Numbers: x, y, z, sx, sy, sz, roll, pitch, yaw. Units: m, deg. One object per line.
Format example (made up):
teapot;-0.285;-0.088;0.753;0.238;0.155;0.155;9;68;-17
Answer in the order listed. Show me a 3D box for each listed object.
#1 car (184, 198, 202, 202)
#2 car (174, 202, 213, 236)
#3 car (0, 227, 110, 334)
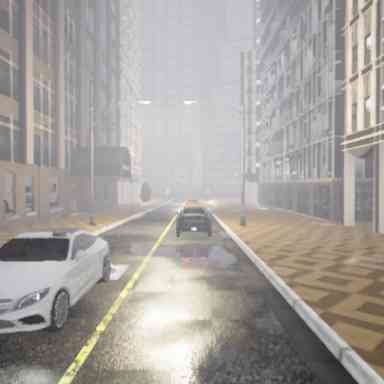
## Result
car;0.100;1.476;38.973;1.882;1.535;5.008;0;0;0
car;0.099;1.501;18.241;1.837;1.490;4.892;0;0;0
car;-3.000;1.523;6.921;1.812;1.442;4.674;0;0;0
